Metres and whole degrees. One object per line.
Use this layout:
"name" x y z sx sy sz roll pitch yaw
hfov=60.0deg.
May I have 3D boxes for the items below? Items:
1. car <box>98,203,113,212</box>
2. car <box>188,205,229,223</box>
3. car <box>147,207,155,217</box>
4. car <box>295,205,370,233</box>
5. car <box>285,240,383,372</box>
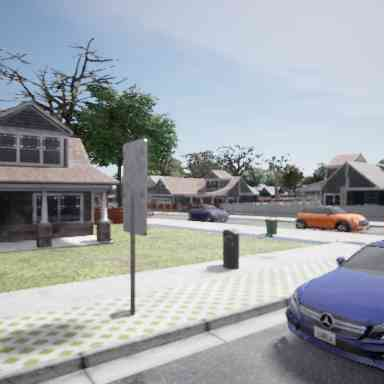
"car" -15.939 2.808 59.748 2.097 1.767 4.553 0 -1 -41
"car" 1.569 2.060 32.622 2.097 1.767 4.553 0 -1 -36
"car" -6.722 2.551 43.664 1.837 1.490 4.892 0 -2 -37
"car" 9.215 1.723 22.113 2.097 1.767 4.553 0 -2 -36
"car" 3.597 1.546 5.473 4.674 1.442 1.812 0 0 -34
